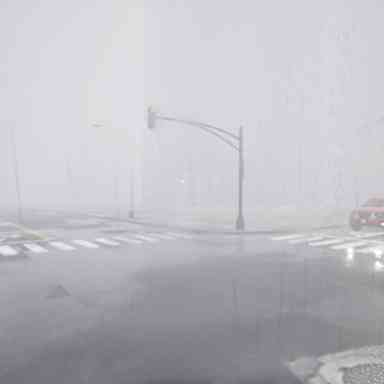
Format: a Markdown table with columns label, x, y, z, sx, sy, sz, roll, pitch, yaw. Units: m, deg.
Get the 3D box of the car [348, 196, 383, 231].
| label | x | y | z | sx | sy | sz | roll | pitch | yaw |
| --- | --- | --- | --- | --- | --- | --- | --- | --- | --- |
| car | 11.762 | 1.283 | 20.067 | 5.566 | 2.045 | 2.150 | 0 | 0 | -35 |
